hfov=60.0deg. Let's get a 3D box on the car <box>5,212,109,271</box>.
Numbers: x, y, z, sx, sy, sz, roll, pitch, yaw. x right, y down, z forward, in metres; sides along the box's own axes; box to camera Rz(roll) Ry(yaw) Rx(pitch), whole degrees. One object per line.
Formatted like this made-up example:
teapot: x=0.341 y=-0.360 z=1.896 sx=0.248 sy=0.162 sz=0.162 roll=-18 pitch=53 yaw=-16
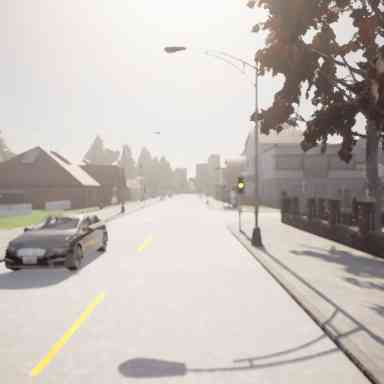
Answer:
car: x=-4.088 y=1.445 z=10.846 sx=2.128 sy=1.511 sz=4.902 roll=0 pitch=0 yaw=0
